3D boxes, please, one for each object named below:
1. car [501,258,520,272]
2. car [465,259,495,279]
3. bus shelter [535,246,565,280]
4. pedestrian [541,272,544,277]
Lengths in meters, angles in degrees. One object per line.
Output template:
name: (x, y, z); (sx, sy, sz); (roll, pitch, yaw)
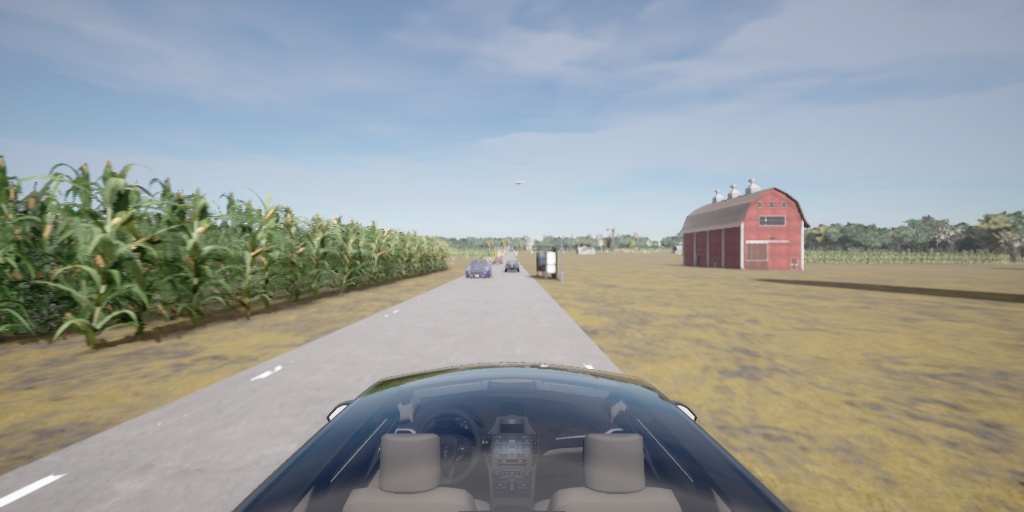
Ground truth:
car: (0.019, 1.199, 44.104); (2.033, 1.411, 5.357); (-1, 0, 0)
car: (-2.855, 1.029, 31.572); (2.097, 1.767, 4.553); (0, 0, 0)
bus shelter: (3.115, 0.553, 31.064); (1.920, 2.740, 3.880); (0, 0, 0)
pedestrian: (2.815, 0.986, 32.822); (0.375, 1.860, 0.375); (0, 0, 0)
